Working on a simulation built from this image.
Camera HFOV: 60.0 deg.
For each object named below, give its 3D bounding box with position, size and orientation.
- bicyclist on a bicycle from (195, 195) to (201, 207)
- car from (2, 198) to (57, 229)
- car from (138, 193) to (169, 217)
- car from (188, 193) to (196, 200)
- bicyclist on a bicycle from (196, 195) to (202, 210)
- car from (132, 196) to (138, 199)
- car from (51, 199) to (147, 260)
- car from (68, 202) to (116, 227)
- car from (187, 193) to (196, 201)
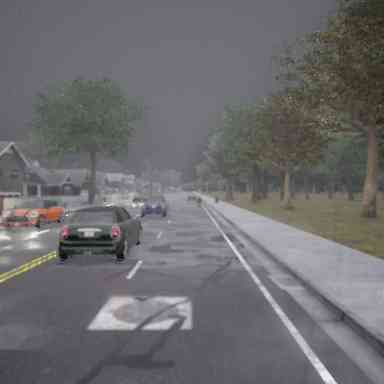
[{"bbox_3d":[0.875,1.231,47.359,0.866,1.612,1.509,0,2,0],"label":"bicyclist on a bicycle"},{"bbox_3d":[-9.856,1.261,20.969,2.097,1.767,4.553,0,0,0],"label":"car"},{"bbox_3d":[-3.161,1.225,29.476,2.097,1.767,4.553,0,0,0],"label":"car"},{"bbox_3d":[-0.031,1.080,82.205,1.837,1.490,4.892,0,0,0],"label":"car"},{"bbox_3d":[0.880,1.288,38.140,0.582,1.620,1.656,0,0,0],"label":"bicyclist on a bicycle"},{"bbox_3d":[-9.795,1.338,61.660,1.895,1.301,4.718,0,0,1],"label":"car"},{"bbox_3d":[-3.154,1.298,12.333,2.097,1.767,4.553,0,0,0],"label":"car"},{"bbox_3d":[-6.606,1.467,22.487,1.994,1.385,4.181,0,0,0],"label":"car"},{"bbox_3d":[-0.027,1.224,71.474,1.812,1.442,4.674,0,0,0],"label":"car"}]
